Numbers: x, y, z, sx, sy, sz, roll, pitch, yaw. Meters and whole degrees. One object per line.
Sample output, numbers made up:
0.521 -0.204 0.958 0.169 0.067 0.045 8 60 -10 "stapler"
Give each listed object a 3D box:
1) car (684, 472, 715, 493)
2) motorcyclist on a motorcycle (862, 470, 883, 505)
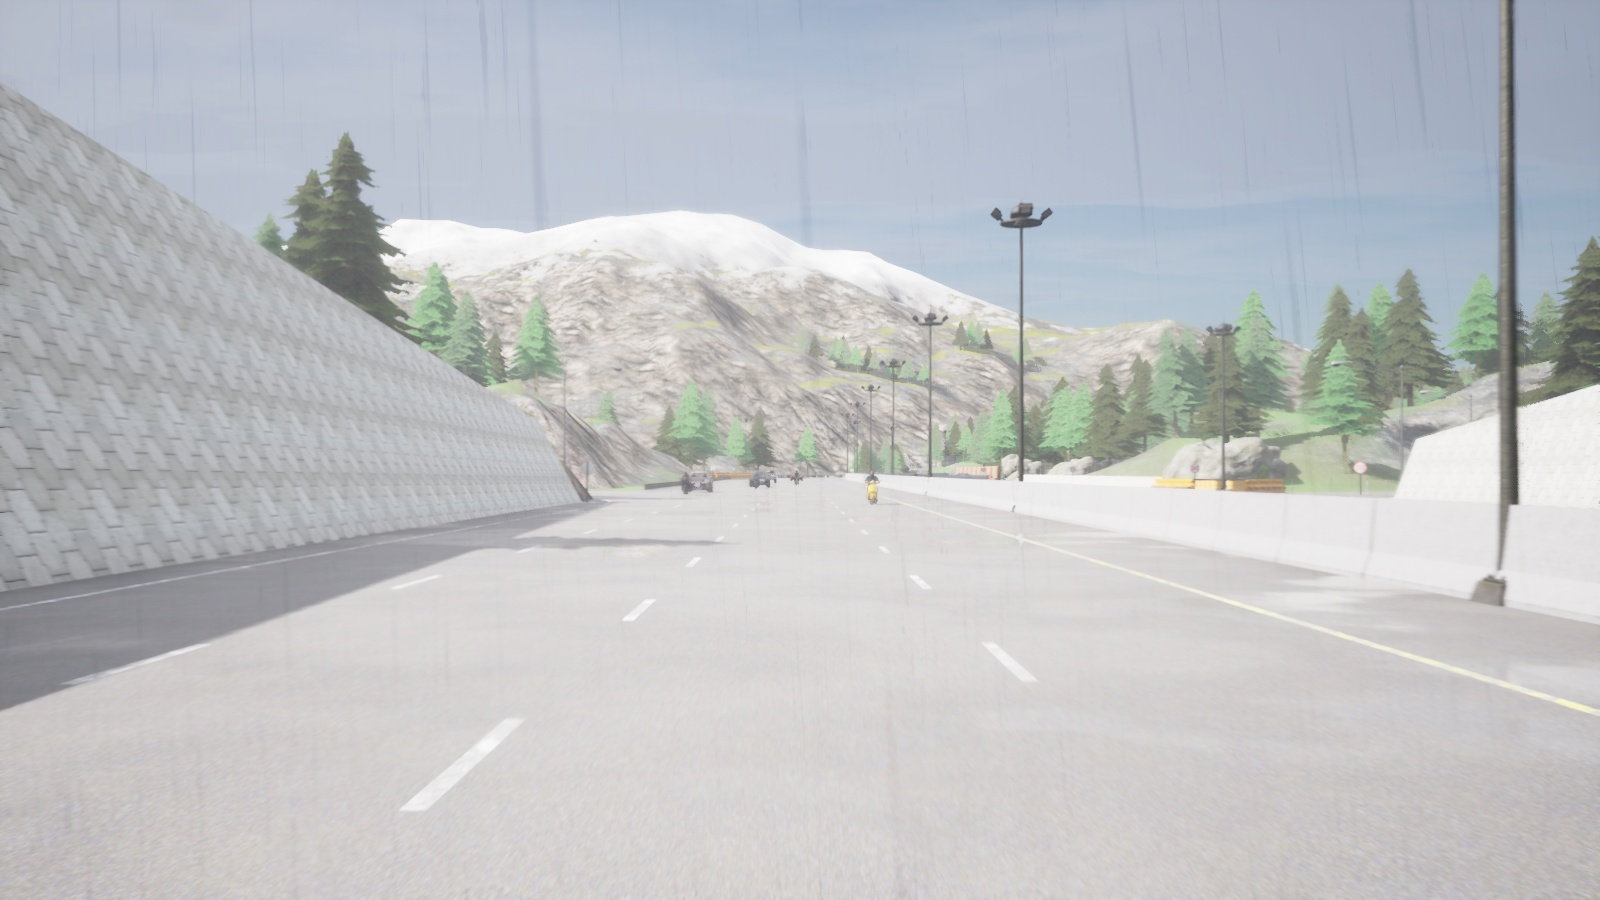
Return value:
-7.219 2.316 90.356 1.970 1.475 3.806 0 -1 0 "car"
3.359 1.725 58.182 0.866 1.590 1.817 0 -1 0 "motorcyclist on a motorcycle"
